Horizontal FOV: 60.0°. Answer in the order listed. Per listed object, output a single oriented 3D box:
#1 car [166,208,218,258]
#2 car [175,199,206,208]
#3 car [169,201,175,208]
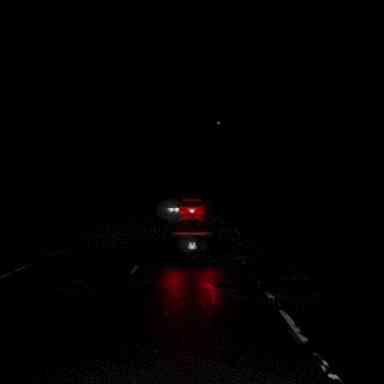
[{"bbox_3d":[0.025,1.642,13.521,2.128,1.511,4.902,0,-1,1],"label":"car"},{"bbox_3d":[0.014,1.567,27.583,2.150,2.045,5.566,0,-1,0],"label":"car"},{"bbox_3d":[-3.508,2.464,65.727,2.128,1.511,4.902,0,-1,0],"label":"car"}]
